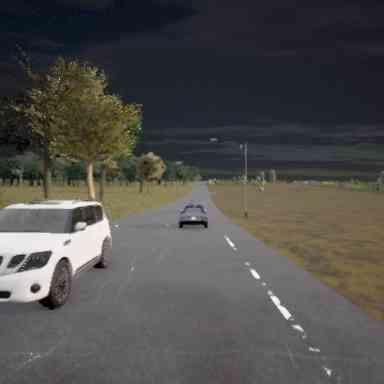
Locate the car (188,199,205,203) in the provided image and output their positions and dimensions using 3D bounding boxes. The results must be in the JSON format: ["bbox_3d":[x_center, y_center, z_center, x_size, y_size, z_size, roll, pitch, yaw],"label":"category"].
[{"bbox_3d":[0.517,1.650,42.319,2.097,1.767,4.553,0,0,2],"label":"car"}]

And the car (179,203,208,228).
[{"bbox_3d":[0.100,1.694,23.577,1.994,1.385,4.181,0,-1,0],"label":"car"}]

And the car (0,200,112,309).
[{"bbox_3d":[-3.582,1.241,8.261,2.150,2.045,5.566,0,-1,0],"label":"car"}]
